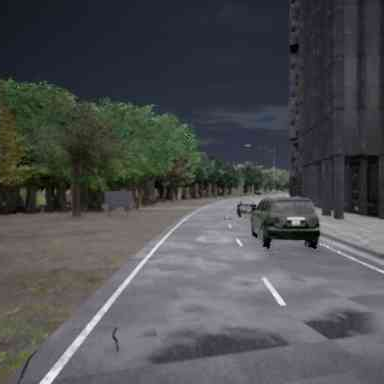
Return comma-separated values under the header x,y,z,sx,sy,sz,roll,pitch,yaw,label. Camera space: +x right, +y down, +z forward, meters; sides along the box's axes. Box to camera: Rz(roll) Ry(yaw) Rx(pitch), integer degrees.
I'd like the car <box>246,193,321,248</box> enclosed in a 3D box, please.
x,y,z,sx,sy,sz,roll,pitch,yaw,label
4.008,1.235,15.083,2.150,2.045,5.566,0,0,3,car

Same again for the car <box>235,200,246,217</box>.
x,y,z,sx,sy,sz,roll,pitch,yaw,label
5.246,1.511,31.979,2.128,1.511,4.902,0,0,5,car
